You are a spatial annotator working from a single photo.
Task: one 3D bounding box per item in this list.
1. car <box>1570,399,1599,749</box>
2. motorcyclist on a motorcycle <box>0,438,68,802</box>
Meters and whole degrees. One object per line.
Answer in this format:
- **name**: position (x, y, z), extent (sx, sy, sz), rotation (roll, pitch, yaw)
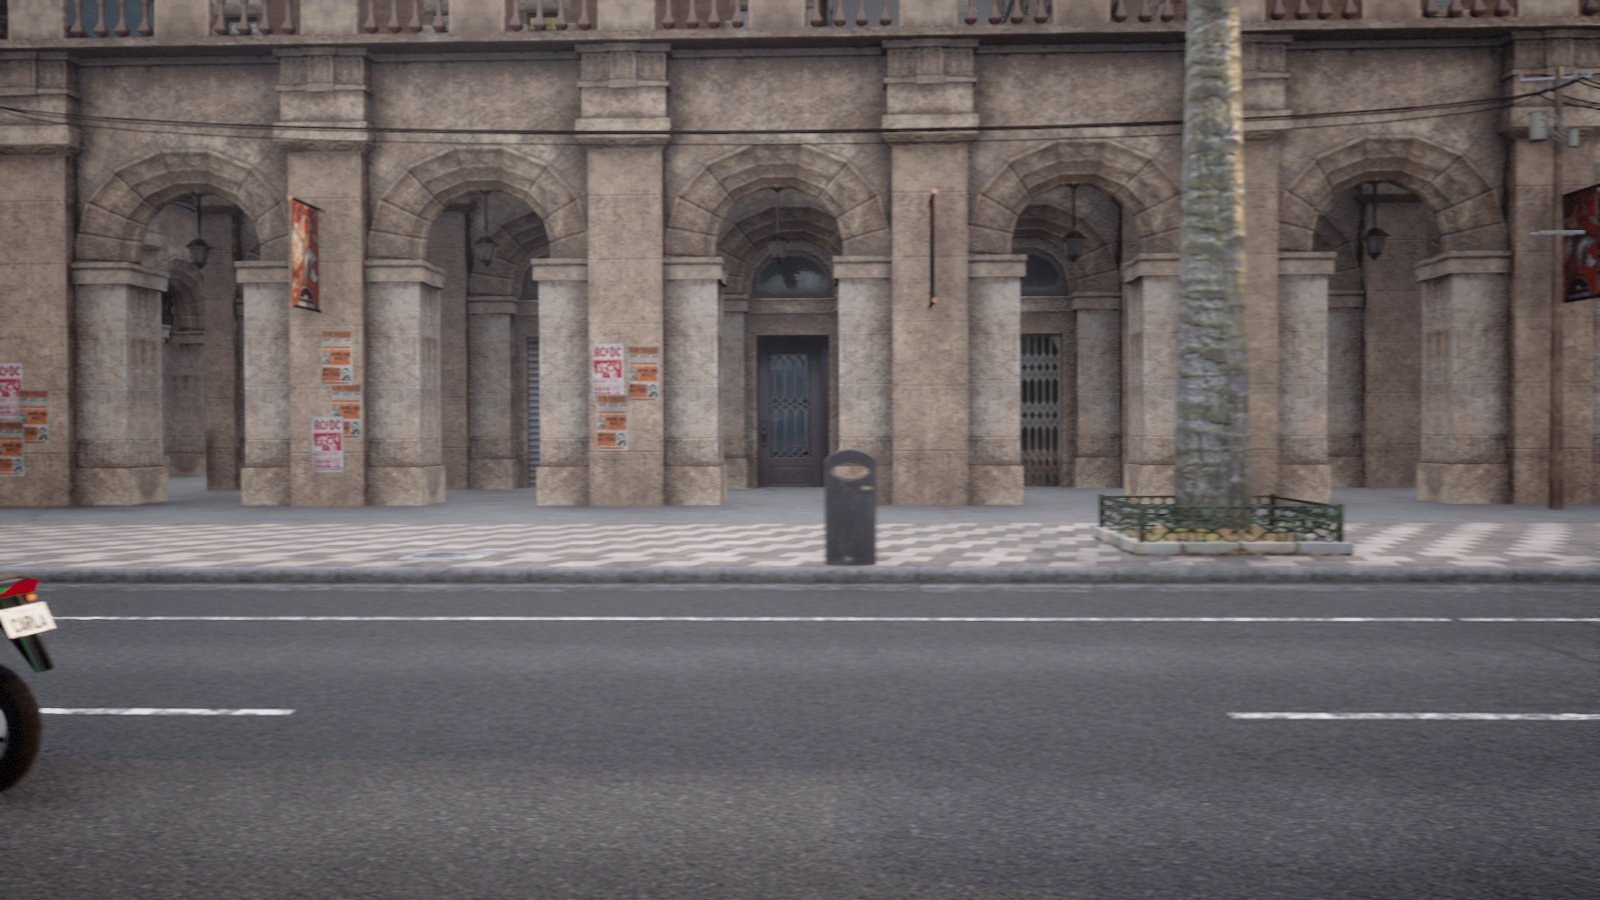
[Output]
- **car**: position (6.084, 0.613, 5.009), extent (4.611, 1.667, 2.242), rotation (0, 1, 2)
- **motorcyclist on a motorcycle**: position (-4.373, 0.708, 5.357), extent (2.044, 1.523, 0.797), rotation (0, 1, 2)
